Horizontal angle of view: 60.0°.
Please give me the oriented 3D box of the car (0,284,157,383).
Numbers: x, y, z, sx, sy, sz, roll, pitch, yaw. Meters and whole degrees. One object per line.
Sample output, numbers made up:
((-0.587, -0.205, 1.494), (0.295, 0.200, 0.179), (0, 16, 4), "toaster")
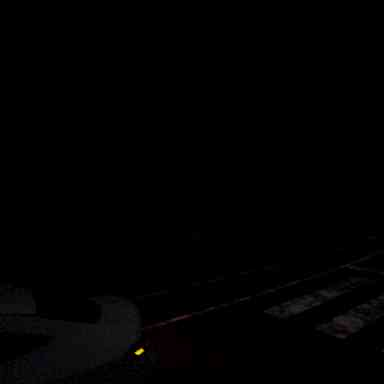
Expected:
((-2.481, 1.537, 2.380), (4.674, 1.442, 1.812), (0, 0, -36), "car")
